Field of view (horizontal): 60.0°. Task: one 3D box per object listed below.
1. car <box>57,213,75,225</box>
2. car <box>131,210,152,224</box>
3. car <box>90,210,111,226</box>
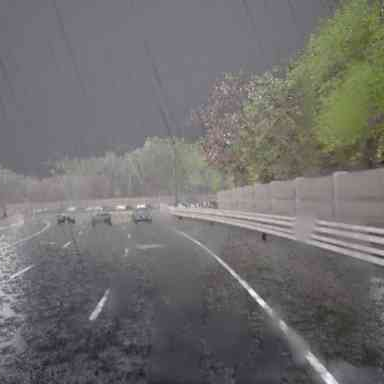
[{"bbox_3d":[-15.195,3.153,39.996,1.895,1.301,4.718,-2,-1,-23],"label":"car"},{"bbox_3d":[-5.259,2.536,34.587,2.033,1.411,5.357,-2,-1,-14],"label":"car"},{"bbox_3d":[-9.678,2.693,35.162,2.128,1.511,4.902,-2,-1,-19],"label":"car"}]
